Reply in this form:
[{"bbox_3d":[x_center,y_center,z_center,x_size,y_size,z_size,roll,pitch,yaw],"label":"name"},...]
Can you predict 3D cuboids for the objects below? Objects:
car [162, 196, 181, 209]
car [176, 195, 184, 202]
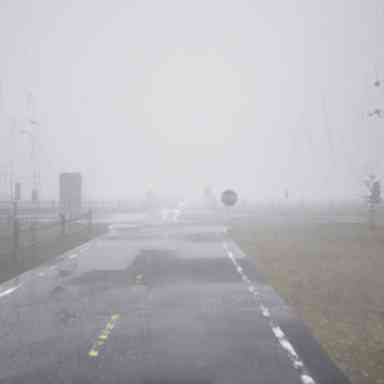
[{"bbox_3d":[-2.748,1.517,42.675,1.895,1.301,4.718,0,0,0],"label":"car"},{"bbox_3d":[-2.747,1.386,70.112,1.895,1.301,4.718,0,0,0],"label":"car"}]
